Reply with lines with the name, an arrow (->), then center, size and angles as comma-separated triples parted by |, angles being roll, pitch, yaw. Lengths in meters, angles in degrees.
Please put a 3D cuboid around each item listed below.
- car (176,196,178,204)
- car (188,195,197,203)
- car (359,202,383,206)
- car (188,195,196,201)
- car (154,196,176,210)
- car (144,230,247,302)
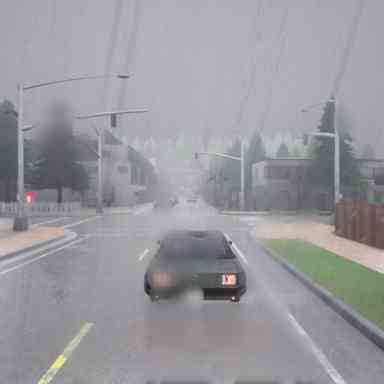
car -> -3.561, 1.526, 52.222 | 1.812, 1.442, 4.674 | 0, 0, 0
car -> 0.047, 1.595, 71.433 | 1.895, 1.301, 4.718 | 0, 0, 0
car -> 15.317, 1.582, 29.258 | 4.718, 1.301, 1.895 | 0, 0, -8
car -> 0.051, 1.478, 81.469 | 1.882, 1.535, 5.008 | 0, 0, 0
car -> -3.572, 1.352, 41.988 | 2.097, 1.767, 4.553 | 0, 0, 0
car -> 0.073, 1.601, 8.202 | 1.895, 1.301, 4.718 | 0, 0, 0
